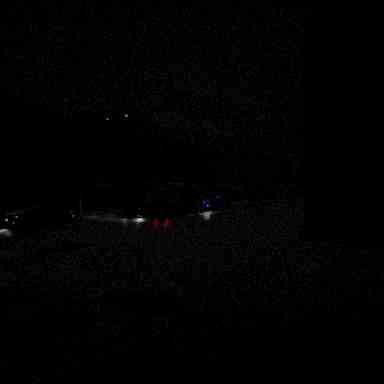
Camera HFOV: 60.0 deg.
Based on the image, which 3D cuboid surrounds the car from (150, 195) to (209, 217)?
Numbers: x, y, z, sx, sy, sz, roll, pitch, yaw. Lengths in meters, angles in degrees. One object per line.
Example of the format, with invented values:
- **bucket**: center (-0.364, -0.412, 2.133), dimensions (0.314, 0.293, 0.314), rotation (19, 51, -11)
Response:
- **car**: center (-0.977, 1.332, 28.688), dimensions (2.128, 1.511, 4.902), rotation (0, 0, 36)

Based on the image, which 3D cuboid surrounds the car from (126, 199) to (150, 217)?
- **car**: center (-3.728, 1.316, 29.883), dimensions (1.882, 1.535, 5.008), rotation (0, 0, 35)

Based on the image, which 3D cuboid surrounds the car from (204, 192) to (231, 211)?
- **car**: center (2.430, 1.009, 38.523), dimensions (2.150, 2.045, 5.566), rotation (0, 0, 36)

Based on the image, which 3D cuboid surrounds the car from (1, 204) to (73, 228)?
- **car**: center (-9.800, 1.467, 21.351), dimensions (1.994, 1.385, 4.181), rotation (0, 1, 35)
